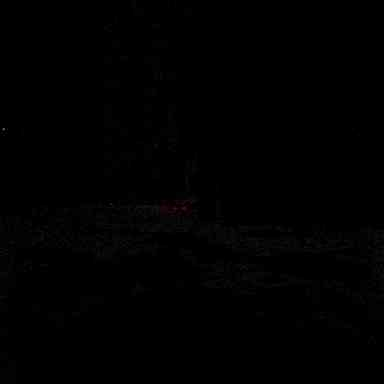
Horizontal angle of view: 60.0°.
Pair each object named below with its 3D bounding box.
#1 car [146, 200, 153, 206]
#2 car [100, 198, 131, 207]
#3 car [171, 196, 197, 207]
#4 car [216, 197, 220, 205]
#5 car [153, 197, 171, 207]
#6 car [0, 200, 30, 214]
[{"bbox_3d":[-5.565,1.648,55.797,1.895,1.301,4.718,0,0,36],"label":"car"},{"bbox_3d":[-12.011,1.632,52.471,1.895,1.301,4.718,0,0,36],"label":"car"},{"bbox_3d":[-0.537,1.411,51.492,2.097,1.767,4.553,0,0,36],"label":"car"},{"bbox_3d":[5.147,1.637,59.477,1.994,1.385,4.181,0,0,36],"label":"car"},{"bbox_3d":[-3.484,1.577,52.968,1.812,1.442,4.674,0,0,36],"label":"car"},{"bbox_3d":[-19.882,1.576,36.005,1.994,1.385,4.181,0,0,36],"label":"car"}]
